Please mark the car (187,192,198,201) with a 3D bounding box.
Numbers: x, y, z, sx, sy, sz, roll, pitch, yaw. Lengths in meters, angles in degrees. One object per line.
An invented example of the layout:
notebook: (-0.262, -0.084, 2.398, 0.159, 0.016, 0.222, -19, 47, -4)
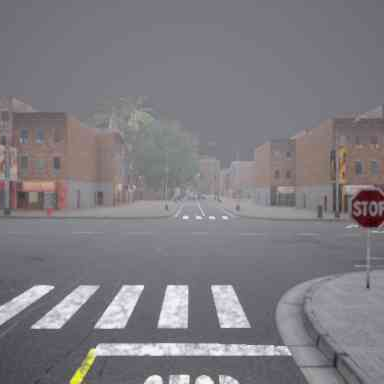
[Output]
car: (-0.122, 1.115, 71.522, 1.837, 1.490, 4.892, 0, 0, 0)
